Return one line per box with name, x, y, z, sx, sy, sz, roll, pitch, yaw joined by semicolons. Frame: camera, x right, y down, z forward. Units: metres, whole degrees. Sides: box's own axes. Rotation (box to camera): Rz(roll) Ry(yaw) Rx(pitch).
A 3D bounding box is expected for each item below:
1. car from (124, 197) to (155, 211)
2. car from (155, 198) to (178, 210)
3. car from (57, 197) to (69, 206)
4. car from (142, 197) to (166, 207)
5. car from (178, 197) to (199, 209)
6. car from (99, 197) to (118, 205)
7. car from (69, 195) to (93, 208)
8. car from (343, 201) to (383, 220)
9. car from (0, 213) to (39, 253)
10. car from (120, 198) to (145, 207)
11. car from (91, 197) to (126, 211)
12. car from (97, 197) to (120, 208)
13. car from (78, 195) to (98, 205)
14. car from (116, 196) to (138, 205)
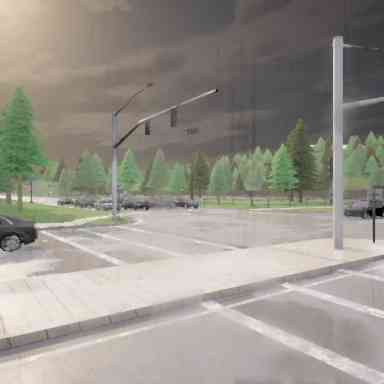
car;-7.159;1.547;42.050;2.033;1.411;5.357;0;0;-35
car;-4.171;1.564;43.887;1.994;1.385;4.181;0;0;-35
car;-21.447;1.564;56.376;1.994;1.385;4.181;0;0;-35
car;-6.048;1.564;52.676;1.994;1.385;4.181;0;0;-35
car;-0.958;1.505;45.402;1.837;1.490;4.892;0;0;-35
car;-14.902;1.564;59.237;1.994;1.385;4.181;0;0;-35
car;-15.744;1.547;48.199;2.033;1.411;5.357;0;0;-35
car;14.650;1.477;28.166;5.008;1.535;1.882;0;0;-35
car;-8.309;1.507;12.173;4.892;1.490;1.837;1;0;-35
car;-9.193;1.601;51.051;1.895;1.301;4.718;0;0;-35
car;-10.203;1.601;40.296;1.895;1.301;4.718;0;0;-35
car;-12.520;1.526;49.702;1.812;1.442;4.674;0;0;-35
car;-18.084;1.352;57.671;2.097;1.767;4.553;0;0;-35
car;-12.047;1.547;61.274;2.033;1.411;5.357;0;0;-34
